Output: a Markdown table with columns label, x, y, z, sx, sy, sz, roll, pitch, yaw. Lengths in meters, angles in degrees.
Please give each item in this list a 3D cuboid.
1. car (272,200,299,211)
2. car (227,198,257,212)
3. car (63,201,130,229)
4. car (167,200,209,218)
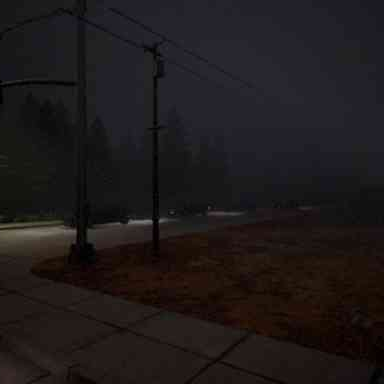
| label | x | y | z | sx | sy | sz | roll | pitch | yaw |
| --- | --- | --- | --- | --- | --- | --- | --- | --- | --- |
| car | 11.552 | 1.596 | 40.836 | 1.895 | 1.301 | 4.718 | 0 | 0 | 37 |
| car | 5.932 | 1.503 | 39.453 | 1.882 | 1.535 | 5.008 | 0 | 0 | 37 |
| car | -6.476 | 1.435 | 22.819 | 2.097 | 1.767 | 4.553 | 0 | 0 | 37 |
| car | -0.300 | 1.546 | 31.110 | 2.128 | 1.511 | 4.902 | 0 | 0 | 37 |
